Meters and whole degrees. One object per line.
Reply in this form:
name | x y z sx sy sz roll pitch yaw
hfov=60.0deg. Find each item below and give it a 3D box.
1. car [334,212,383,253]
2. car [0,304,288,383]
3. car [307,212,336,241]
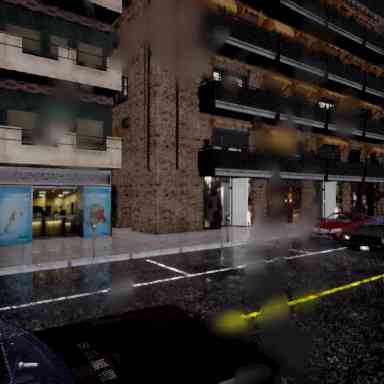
car | 8.106 1.548 13.023 5.357 1.411 2.033 0 0 -36
car | -1.480 1.601 2.253 4.718 1.301 1.895 0 0 -36
car | 7.172 1.583 15.538 4.206 1.307 1.802 0 0 -35
